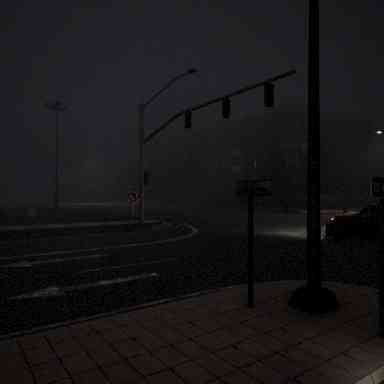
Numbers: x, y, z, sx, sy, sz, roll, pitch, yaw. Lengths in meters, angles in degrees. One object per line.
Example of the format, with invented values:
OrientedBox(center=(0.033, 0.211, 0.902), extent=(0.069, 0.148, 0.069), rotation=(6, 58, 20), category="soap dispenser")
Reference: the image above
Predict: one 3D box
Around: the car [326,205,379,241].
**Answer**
OrientedBox(center=(8.348, 1.352, 14.753), extent=(2.097, 1.767, 4.553), rotation=(0, 0, -36), category="car")
